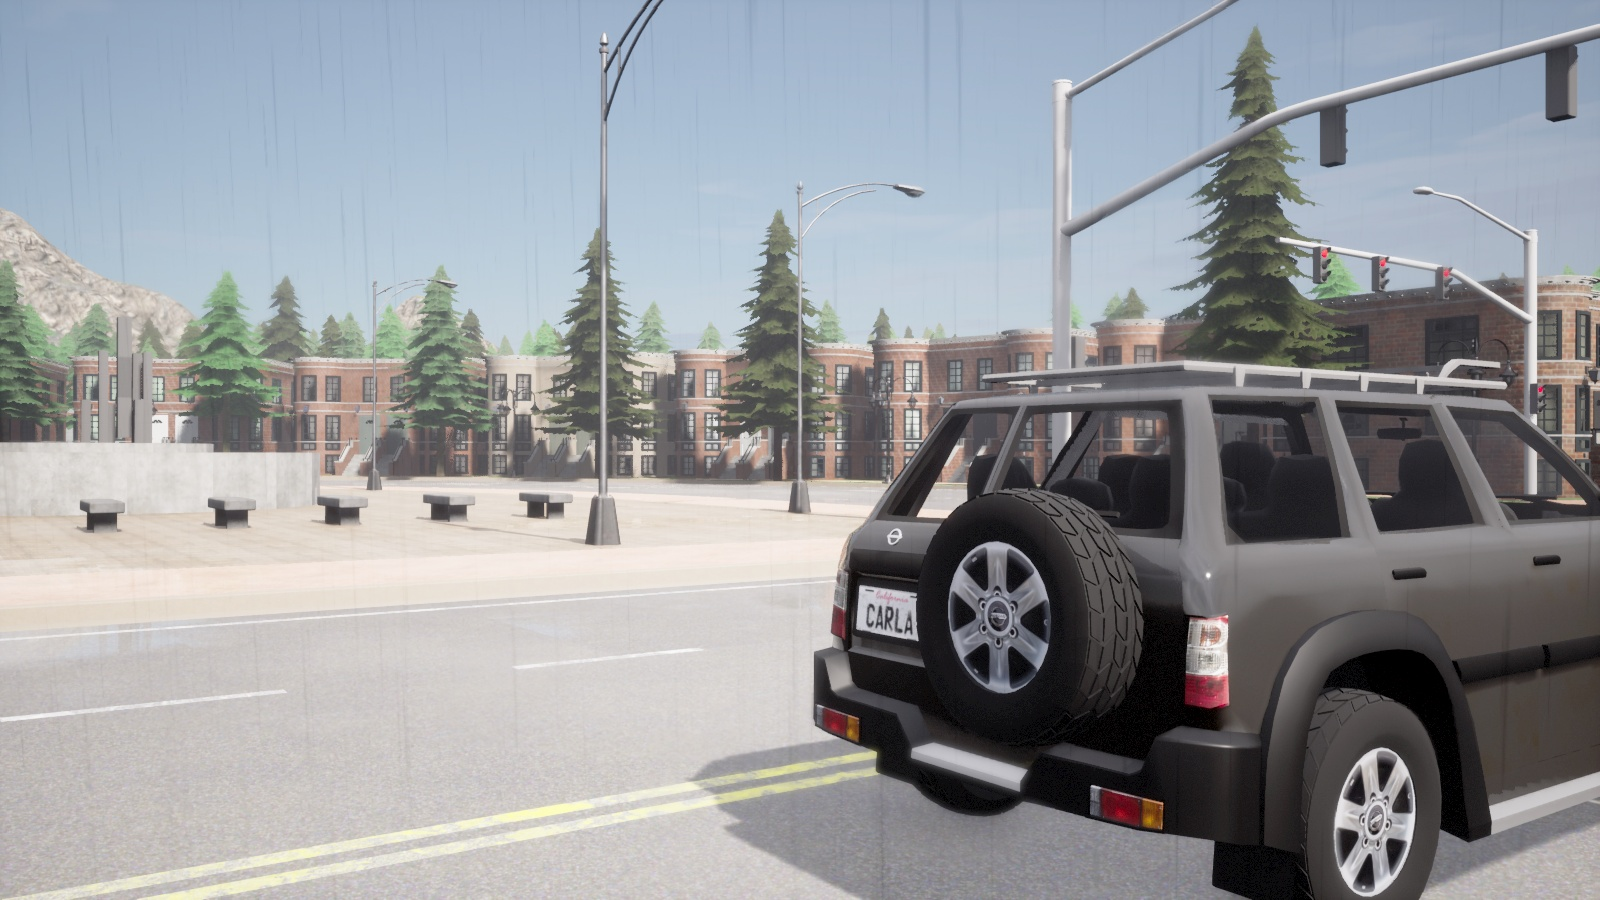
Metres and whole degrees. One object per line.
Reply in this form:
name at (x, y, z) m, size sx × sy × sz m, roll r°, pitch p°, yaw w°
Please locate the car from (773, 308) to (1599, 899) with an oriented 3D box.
car at (2.340, 0.570, 5.301) m, size 4.605 × 1.855 × 1.932 m, roll 0°, pitch 0°, yaw -35°
